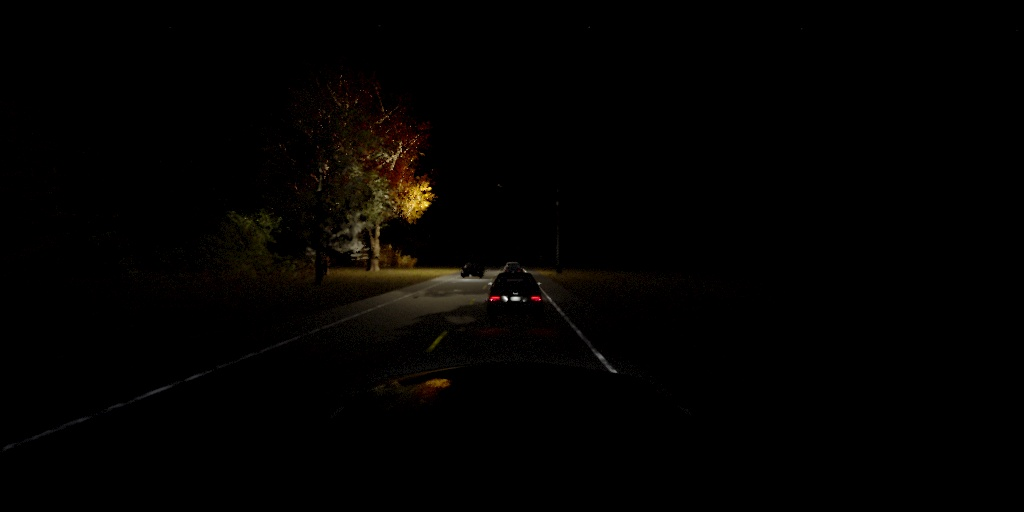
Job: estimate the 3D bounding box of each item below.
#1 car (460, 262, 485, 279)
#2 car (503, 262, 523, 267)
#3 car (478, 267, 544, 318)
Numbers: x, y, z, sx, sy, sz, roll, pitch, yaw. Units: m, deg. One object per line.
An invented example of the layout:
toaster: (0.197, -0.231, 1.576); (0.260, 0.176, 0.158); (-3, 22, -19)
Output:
car: (-3.560, 1.312, 33.538); (2.033, 1.411, 5.357); (0, 0, 0)
car: (0.098, 1.291, 34.727); (1.812, 1.442, 4.674); (0, 0, 0)
car: (0.100, 1.302, 13.020); (2.033, 1.411, 5.357); (0, 0, 0)
